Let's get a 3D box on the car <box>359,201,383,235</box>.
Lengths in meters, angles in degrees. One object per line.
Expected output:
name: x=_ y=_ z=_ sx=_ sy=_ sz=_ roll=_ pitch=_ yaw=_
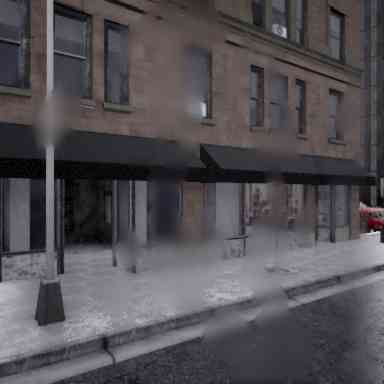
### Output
car: x=8.678 y=1.234 z=19.455 sx=2.150 sy=2.045 sz=5.566 roll=0 pitch=0 yaw=-35
